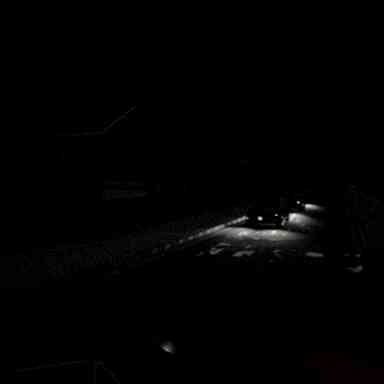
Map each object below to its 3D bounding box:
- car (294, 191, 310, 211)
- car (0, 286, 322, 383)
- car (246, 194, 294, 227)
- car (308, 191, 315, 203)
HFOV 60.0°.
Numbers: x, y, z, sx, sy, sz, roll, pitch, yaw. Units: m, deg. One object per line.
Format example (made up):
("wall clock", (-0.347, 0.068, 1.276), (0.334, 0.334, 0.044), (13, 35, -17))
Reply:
("car", (8.683, 0.851, 28.673), (1.895, 1.301, 4.718), (1, 2, 24))
("car", (-1.500, 1.555, 2.418), (4.718, 1.301, 1.895), (0, 1, -22))
("car", (4.583, 1.067, 19.594), (1.837, 1.490, 4.892), (1, 2, 24))
("car", (12.926, 0.524, 38.061), (1.895, 1.301, 4.718), (1, 2, 24))
